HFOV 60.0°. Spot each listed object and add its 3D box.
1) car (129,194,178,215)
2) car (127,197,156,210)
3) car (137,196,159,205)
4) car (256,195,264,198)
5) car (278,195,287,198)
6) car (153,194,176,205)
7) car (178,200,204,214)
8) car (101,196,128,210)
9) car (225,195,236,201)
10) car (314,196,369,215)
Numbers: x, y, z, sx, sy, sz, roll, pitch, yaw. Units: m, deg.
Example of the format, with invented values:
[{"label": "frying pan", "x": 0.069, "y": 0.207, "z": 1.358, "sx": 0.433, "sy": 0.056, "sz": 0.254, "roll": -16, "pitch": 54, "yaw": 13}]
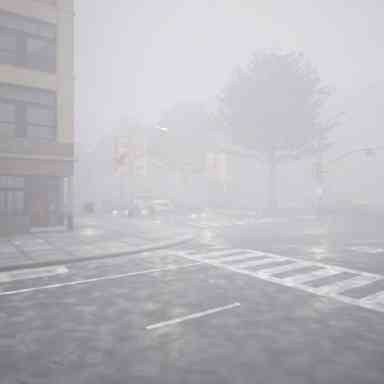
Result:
[{"label": "car", "x": -4.152, "y": 1.221, "z": 34.563, "sx": 2.150, "sy": 2.045, "sz": 5.566, "roll": 0, "pitch": 0, "yaw": -36}, {"label": "car", "x": -6.743, "y": 1.504, "z": 44.234, "sx": 1.837, "sy": 1.490, "sz": 4.892, "roll": 0, "pitch": 0, "yaw": -35}, {"label": "car", "x": -8.017, "y": 1.504, "z": 59.865, "sx": 1.837, "sy": 1.490, "sz": 4.892, "roll": 0, "pitch": 0, "yaw": -36}, {"label": "car", "x": 17.682, "y": 1.460, "z": 83.094, "sx": 1.895, "sy": 1.301, "sz": 4.718, "roll": 0, "pitch": 0, "yaw": -36}, {"label": "car", "x": 18.479, "y": 1.318, "z": 69.160, "sx": 2.002, "sy": 1.452, "sz": 4.674, "roll": 0, "pitch": 0, "yaw": -36}, {"label": "car", "x": -5.154, "y": 1.351, "z": 61.879, "sx": 2.097, "sy": 1.767, "sz": 4.553, "roll": 0, "pitch": 0, "yaw": -36}, {"label": "car", "x": -0.921, "y": 1.547, "z": 36.058, "sx": 2.033, "sy": 1.411, "sz": 5.357, "roll": 0, "pitch": 0, "yaw": -36}, {"label": "car", "x": -9.984, "y": 1.351, "z": 42.755, "sx": 2.097, "sy": 1.767, "sz": 4.553, "roll": 0, "pitch": 0, "yaw": -35}, {"label": "car", "x": 8.017, "y": 1.411, "z": 76.664, "sx": 2.161, "sy": 1.482, "sz": 4.786, "roll": 0, "pitch": 0, "yaw": -36}, {"label": "car", "x": 15.296, "y": 1.476, "z": 33.986, "sx": 5.008, "sy": 1.535, "sz": 1.882, "roll": 0, "pitch": 1, "yaw": 43}]
